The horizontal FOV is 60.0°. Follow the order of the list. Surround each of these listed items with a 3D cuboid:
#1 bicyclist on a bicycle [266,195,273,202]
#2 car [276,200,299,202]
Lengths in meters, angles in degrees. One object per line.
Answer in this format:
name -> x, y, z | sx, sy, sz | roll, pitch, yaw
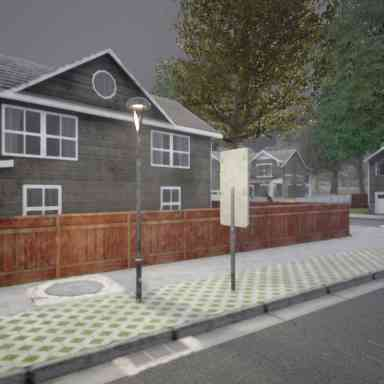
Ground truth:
bicyclist on a bicycle -> 7.508, 1.125, 32.287 | 0.582, 1.620, 1.656 | 1, 1, 43
car -> 7.345, 1.352, 24.428 | 5.008, 1.535, 1.882 | 1, 0, 43
